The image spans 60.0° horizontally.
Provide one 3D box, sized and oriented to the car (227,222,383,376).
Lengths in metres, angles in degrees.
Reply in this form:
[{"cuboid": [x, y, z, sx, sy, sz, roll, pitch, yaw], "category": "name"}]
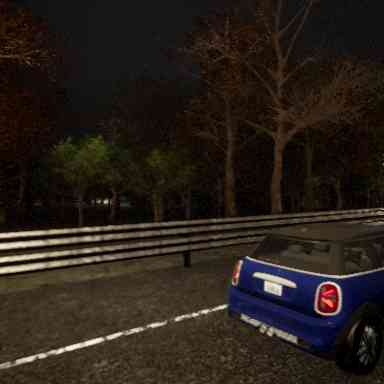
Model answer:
[{"cuboid": [2.836, 1.327, 5.787, 4.553, 1.767, 2.097, 0, 0, -36], "category": "car"}]
